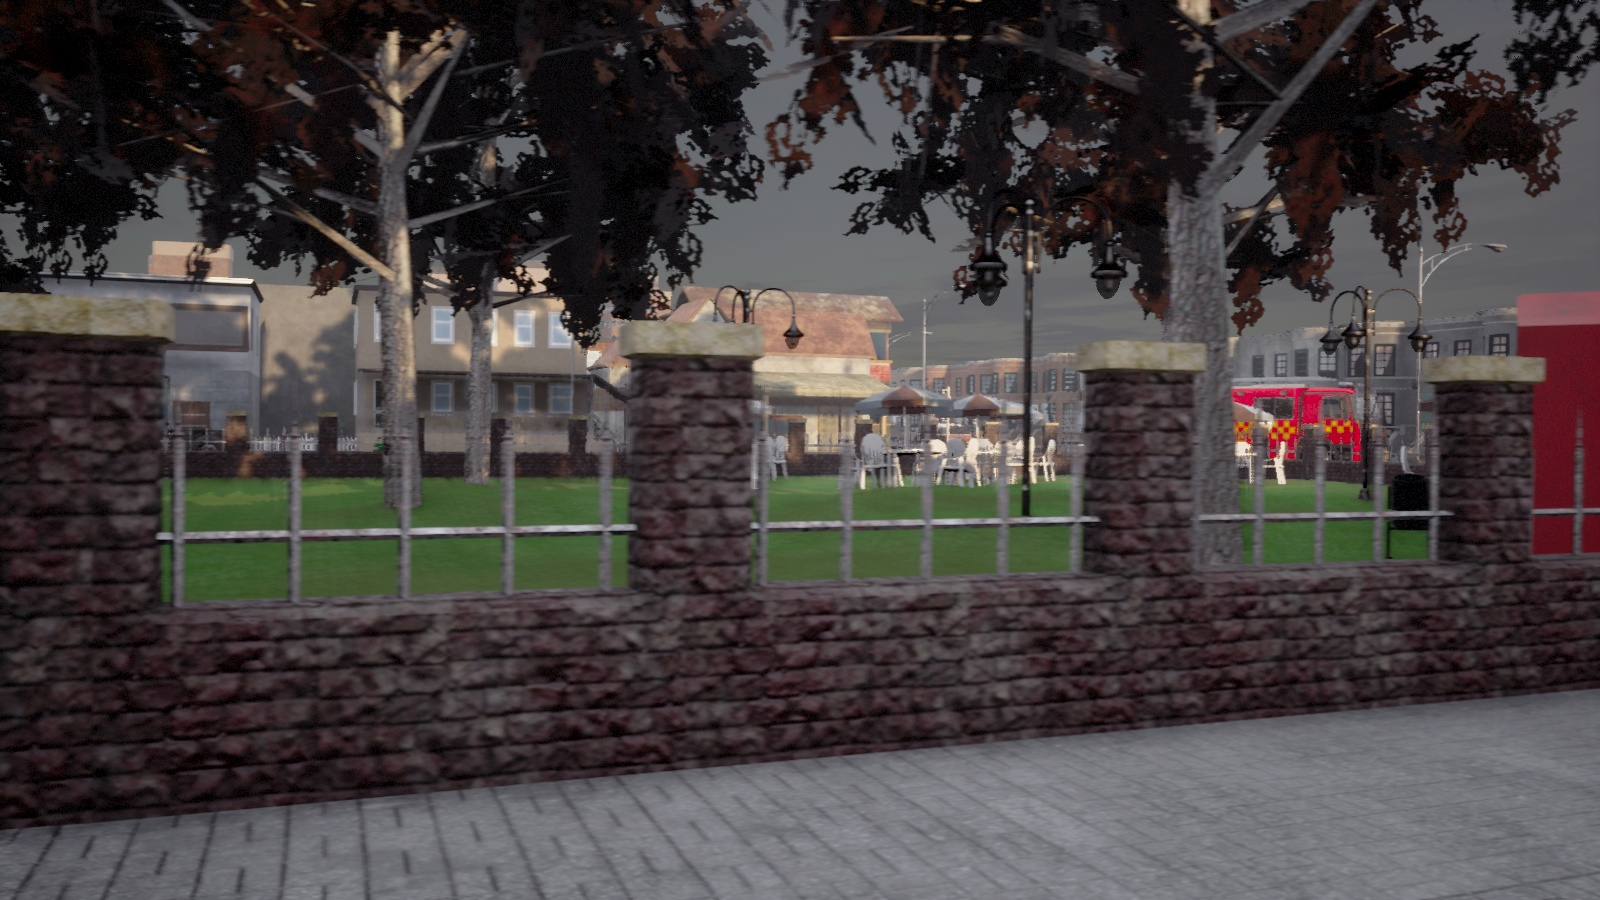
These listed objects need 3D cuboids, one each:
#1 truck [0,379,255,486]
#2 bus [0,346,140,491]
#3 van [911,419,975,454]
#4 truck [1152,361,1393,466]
[{"bbox_3d":[-23.247,-0.638,43.366,7.936,3.462,2.891,-1,1,-20],"label":"truck"},{"bbox_3d":[-26.109,-0.914,37.983,10.273,4.253,3.944,-1,1,-18],"label":"bus"},{"bbox_3d":[8.620,-0.810,76.071,2.069,2.038,4.480,-1,1,-21],"label":"van"},{"bbox_3d":[18.654,-1.382,49.972,8.468,3.827,2.891,0,1,40],"label":"truck"}]
